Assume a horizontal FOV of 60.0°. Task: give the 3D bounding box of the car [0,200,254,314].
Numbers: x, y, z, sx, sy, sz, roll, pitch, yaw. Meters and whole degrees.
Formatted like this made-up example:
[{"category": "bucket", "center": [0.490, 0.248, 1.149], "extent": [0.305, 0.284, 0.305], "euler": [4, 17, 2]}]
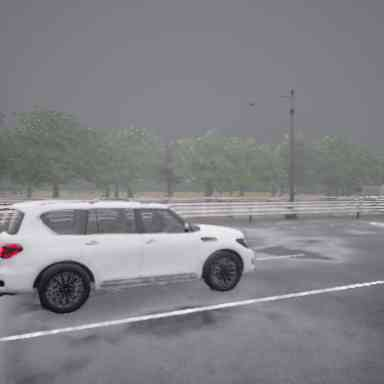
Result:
[{"category": "car", "center": [-1.307, 1.198, 7.600], "extent": [5.566, 2.045, 2.150], "euler": [0, 0, -23]}]
